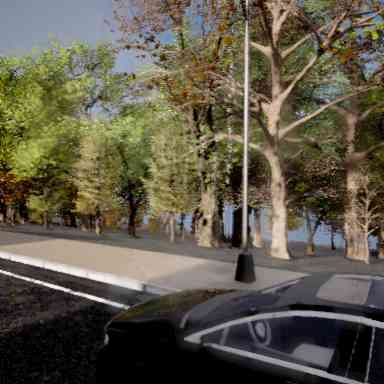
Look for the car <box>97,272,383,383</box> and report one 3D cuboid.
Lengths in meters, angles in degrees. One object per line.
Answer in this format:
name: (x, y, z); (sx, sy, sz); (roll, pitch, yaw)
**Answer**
car: (1.237, 1.492, 2.803); (4.902, 1.511, 2.128); (0, 0, 36)
